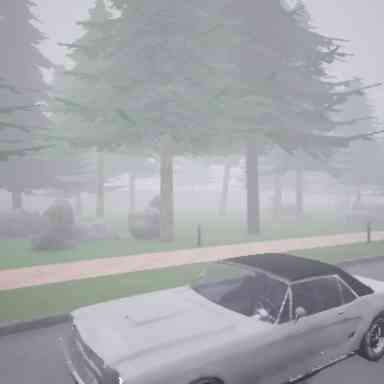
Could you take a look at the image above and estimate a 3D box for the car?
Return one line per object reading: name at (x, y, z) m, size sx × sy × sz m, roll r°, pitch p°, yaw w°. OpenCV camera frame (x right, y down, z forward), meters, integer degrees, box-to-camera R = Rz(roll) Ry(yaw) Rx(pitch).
car at (0.839, 1.590, 4.391) m, size 4.718 × 1.301 × 1.895 m, roll 0°, pitch 0°, yaw -33°
